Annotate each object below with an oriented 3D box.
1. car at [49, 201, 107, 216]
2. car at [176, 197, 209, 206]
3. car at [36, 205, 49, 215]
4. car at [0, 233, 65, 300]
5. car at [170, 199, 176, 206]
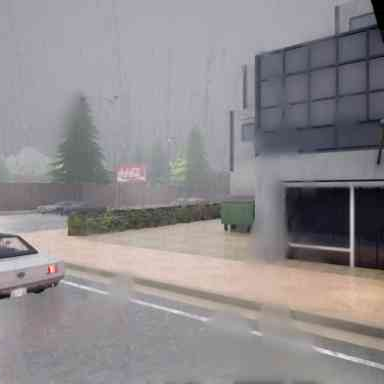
[{"bbox_3d":[-10.494,1.603,31.363,1.895,1.301,4.718,0,0,36],"label":"car"},{"bbox_3d":[0.421,1.480,46.290,1.882,1.535,5.008,0,0,37],"label":"car"},{"bbox_3d":[-13.140,1.603,33.677,1.895,1.301,4.718,0,0,36],"label":"car"},{"bbox_3d":[-5.023,1.602,7.597,4.718,1.301,1.895,0,0,37],"label":"car"},{"bbox_3d":[-1.333,1.494,49.752,2.128,1.511,4.902,0,0,37],"label":"car"}]
